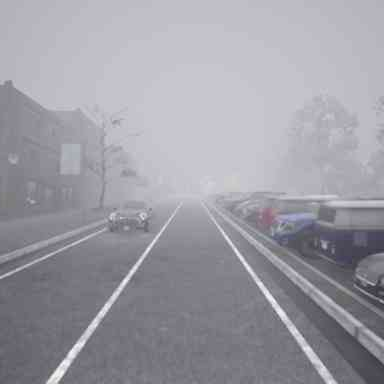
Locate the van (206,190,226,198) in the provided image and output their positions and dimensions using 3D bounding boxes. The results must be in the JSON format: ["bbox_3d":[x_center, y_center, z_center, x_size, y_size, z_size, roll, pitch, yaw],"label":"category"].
[{"bbox_3d":[5.667,0.515,79.214,4.442,1.987,1.878,0,0,0],"label":"van"}]

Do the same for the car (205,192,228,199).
[{"bbox_3d":[5.551,0.761,76.412,5.008,1.535,2.097,0,0,0],"label":"car"}]

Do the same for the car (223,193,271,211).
[{"bbox_3d":[5.610,1.050,34.367,4.553,1.767,2.185,0,1,0],"label":"car"}]

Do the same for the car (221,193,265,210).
[{"bbox_3d":[5.604,1.020,37.170,4.553,1.767,2.185,0,1,0],"label":"car"}]

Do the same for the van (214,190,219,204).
[{"bbox_3d":[5.507,0.860,42.775,4.442,1.987,1.878,0,1,0],"label":"van"}]

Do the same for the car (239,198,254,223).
[{"bbox_3d":[5.663,1.326,20.353,4.892,1.521,2.231,0,1,0],"label":"car"}]

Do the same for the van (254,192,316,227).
[{"bbox_3d":[5.791,1.129,17.547,4.442,1.987,1.878,0,1,0],"label":"van"}]

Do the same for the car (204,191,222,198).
[{"bbox_3d":[5.506,0.552,87.625,4.553,1.767,2.185,0,0,0],"label":"car"}]

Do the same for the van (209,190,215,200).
[{"bbox_3d":[5.484,0.740,53.987,4.442,1.987,1.878,0,1,0],"label":"van"}]

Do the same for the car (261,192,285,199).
[{"bbox_3d":[18.630,0.759,76.554,5.008,1.535,2.097,0,0,0],"label":"car"}]

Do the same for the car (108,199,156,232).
[{"bbox_3d":[-3.262,1.208,18.820,2.097,1.767,4.553,0,1,0],"label":"car"}]

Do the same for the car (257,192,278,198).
[{"bbox_3d":[18.623,0.758,82.125,4.674,1.452,2.002,0,0,0],"label":"car"}]

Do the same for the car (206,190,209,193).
[{"bbox_3d":[5.579,0.877,62.396,5.008,1.535,2.097,0,1,0],"label":"car"}]

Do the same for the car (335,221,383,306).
[{"bbox_3d":[5.704,1.469,6.334,4.892,1.521,2.231,0,0,0],"label":"car"}]

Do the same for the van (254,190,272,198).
[{"bbox_3d":[18.734,0.450,87.696,4.442,1.987,1.878,0,0,0],"label":"van"}]

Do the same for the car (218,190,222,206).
[{"bbox_3d":[5.618,0.954,31.562,5.566,2.045,2.435,0,1,0],"label":"car"}]

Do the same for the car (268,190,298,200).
[{"bbox_3d":[18.624,0.573,68.199,5.566,2.045,2.435,0,0,0],"label":"car"}]

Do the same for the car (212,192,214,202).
[{"bbox_3d":[5.613,1.056,45.580,5.008,1.535,2.097,0,1,0],"label":"car"}]

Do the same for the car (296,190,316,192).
[{"bbox_3d":[18.646,0.680,57.182,5.566,2.045,2.435,0,1,0],"label":"car"}]

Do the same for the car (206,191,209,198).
[{"bbox_3d":[5.775,0.903,59.596,5.366,1.575,1.946,0,1,0],"label":"car"}]

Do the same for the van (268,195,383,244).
[{"bbox_3d":[5.797,1.159,14.744,4.442,1.987,1.878,0,1,0],"label":"van"}]

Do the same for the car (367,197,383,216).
[{"bbox_3d":[18.546,1.227,29.186,5.366,1.575,1.946,0,1,0],"label":"car"}]

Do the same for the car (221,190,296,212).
[{"bbox_3d":[5.623,0.984,28.759,5.566,2.045,2.435,0,1,0],"label":"car"}]

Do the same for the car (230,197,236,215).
[{"bbox_3d":[5.655,1.305,25.959,4.674,1.452,2.002,0,1,0],"label":"car"}]

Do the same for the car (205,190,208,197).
[{"bbox_3d":[5.544,0.856,68.004,4.792,1.488,2.163,0,1,0],"label":"car"}]

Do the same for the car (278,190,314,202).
[{"bbox_3d":[18.640,0.651,59.844,5.566,2.045,2.435,0,1,0],"label":"car"}]

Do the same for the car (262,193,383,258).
[{"bbox_3d":[5.658,1.164,11.940,5.566,2.045,2.435,0,1,0],"label":"car"}]

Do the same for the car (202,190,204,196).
[{"bbox_3d":[5.590,0.531,73.607,5.566,2.045,2.435,0,0,0],"label":"car"}]

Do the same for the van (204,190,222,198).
[{"bbox_3d":[5.426,0.473,84.820,4.442,1.987,1.878,0,0,0],"label":"van"}]

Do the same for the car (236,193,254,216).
[{"bbox_3d":[5.695,1.170,23.154,4.553,1.767,2.185,0,1,0],"label":"car"}]

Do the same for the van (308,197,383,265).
[{"bbox_3d":[5.808,1.219,9.140,4.442,1.987,1.878,0,0,0],"label":"van"}]
